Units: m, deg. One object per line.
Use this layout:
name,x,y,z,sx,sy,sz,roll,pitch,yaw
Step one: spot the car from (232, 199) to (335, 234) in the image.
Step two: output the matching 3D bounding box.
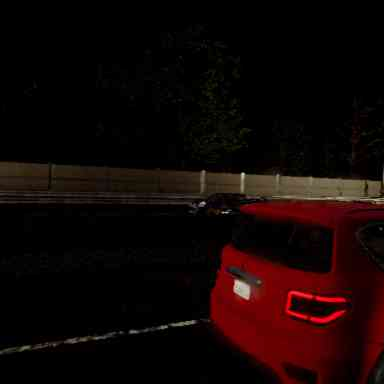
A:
car,4.747,1.202,17.169,5.008,1.535,1.882,1,2,-24

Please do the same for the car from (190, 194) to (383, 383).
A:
car,2.962,1.189,4.626,5.566,2.045,2.150,2,1,-24

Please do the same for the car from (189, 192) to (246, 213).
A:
car,2.066,0.831,23.630,4.553,1.767,2.097,1,2,-24
